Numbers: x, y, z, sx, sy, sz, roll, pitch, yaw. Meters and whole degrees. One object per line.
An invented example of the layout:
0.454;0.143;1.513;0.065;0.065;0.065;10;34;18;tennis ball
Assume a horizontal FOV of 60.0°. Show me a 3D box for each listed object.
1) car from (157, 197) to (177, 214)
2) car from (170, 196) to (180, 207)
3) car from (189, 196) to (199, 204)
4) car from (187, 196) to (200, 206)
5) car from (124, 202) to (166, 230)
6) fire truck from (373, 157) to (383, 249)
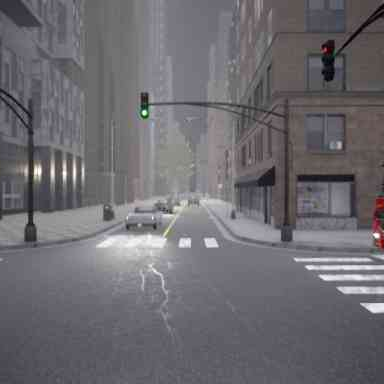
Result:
-2.929;1.510;34.207;1.994;1.385;4.181;0;0;1;car
-2.821;1.409;51.001;2.128;1.511;4.902;0;0;1;car
0.288;1.416;62.693;1.812;1.442;4.674;0;0;0;car
0.240;1.405;52.270;2.128;1.511;4.902;0;0;0;car
-2.992;1.569;21.202;1.895;1.301;4.718;0;0;0;car
10.396;0.301;10.134;8.468;3.827;2.891;0;0;0;fire truck
